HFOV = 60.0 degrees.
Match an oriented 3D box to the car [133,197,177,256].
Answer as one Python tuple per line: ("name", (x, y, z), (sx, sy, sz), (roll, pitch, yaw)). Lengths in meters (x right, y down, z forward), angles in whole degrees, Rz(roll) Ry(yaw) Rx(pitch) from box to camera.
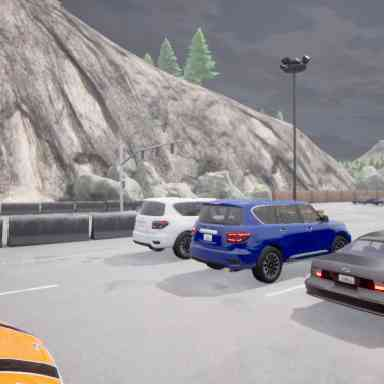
("car", (0.484, 1.221, 12.773), (5.566, 2.045, 2.150), (0, 0, -36))

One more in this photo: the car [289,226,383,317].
("car", (4.702, 1.547, 7.191), (5.357, 1.411, 2.033), (0, 0, -36))

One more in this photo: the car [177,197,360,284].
("car", (2.511, 1.221, 9.897), (5.566, 2.045, 2.150), (0, 0, -38))

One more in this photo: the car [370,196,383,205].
("car", (30.777, 1.374, 52.393), (5.357, 1.411, 2.033), (0, 0, -36))

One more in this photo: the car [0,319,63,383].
("car", (-2.975, 1.350, 1.618), (4.553, 1.767, 2.097), (0, 0, -36))

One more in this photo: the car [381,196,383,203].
("car", (36.871, 1.377, 61.078), (4.718, 1.301, 1.895), (0, 0, -36))

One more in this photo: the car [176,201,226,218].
("car", (0.860, 1.555, 30.577), (4.181, 1.385, 1.994), (0, 0, -36))

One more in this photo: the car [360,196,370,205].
("car", (28.732, 1.374, 55.215), (5.357, 1.411, 2.033), (0, 0, -36))

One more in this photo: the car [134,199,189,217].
("car", (-2.936, 1.491, 32.140), (4.902, 1.511, 2.128), (0, 0, -36))
